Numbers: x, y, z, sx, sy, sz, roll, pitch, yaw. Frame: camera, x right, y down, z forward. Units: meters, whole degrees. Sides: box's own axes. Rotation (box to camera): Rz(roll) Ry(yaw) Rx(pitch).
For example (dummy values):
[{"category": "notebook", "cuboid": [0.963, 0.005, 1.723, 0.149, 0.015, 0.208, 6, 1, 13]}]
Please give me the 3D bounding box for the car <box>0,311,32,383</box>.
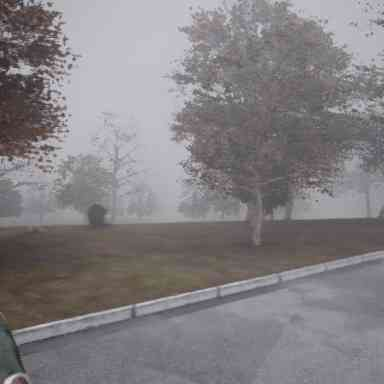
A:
[{"category": "car", "cuboid": [-3.141, 1.355, 1.445, 4.553, 1.767, 2.097, 0, 0, -36]}]
